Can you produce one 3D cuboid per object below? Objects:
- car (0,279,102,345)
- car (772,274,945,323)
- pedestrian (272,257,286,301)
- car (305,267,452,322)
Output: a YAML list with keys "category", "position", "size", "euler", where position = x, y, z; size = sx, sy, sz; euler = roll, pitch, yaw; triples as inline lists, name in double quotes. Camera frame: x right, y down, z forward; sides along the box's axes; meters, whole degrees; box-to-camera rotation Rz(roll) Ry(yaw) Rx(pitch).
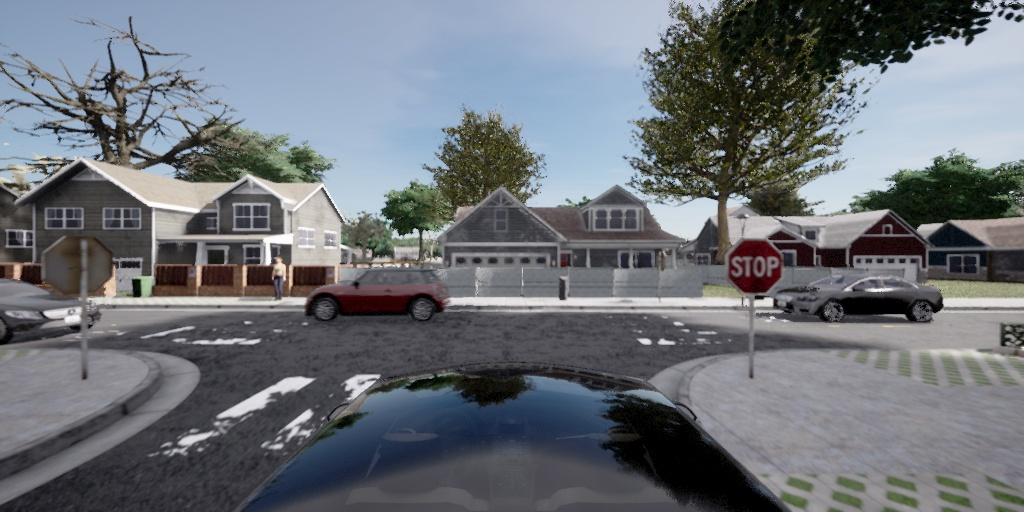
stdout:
- category: "car"
  position: [-13.345, 1.312, 9.055]
  size: [4.674, 1.442, 1.812]
  euler: [0, 0, 1]
- category: "car"
  position: [11.724, 1.381, 12.343]
  size: [4.902, 1.511, 2.128]
  euler: [0, 0, -1]
- category: "pedestrian"
  position: [-9.791, 0.939, 15.007]
  size: [0.375, 1.860, 0.375]
  euler: [0, 0, -1]
- category: "car"
  position: [-4.415, 1.175, 12.161]
  size: [4.553, 1.767, 2.097]
  euler: [0, 0, -1]
